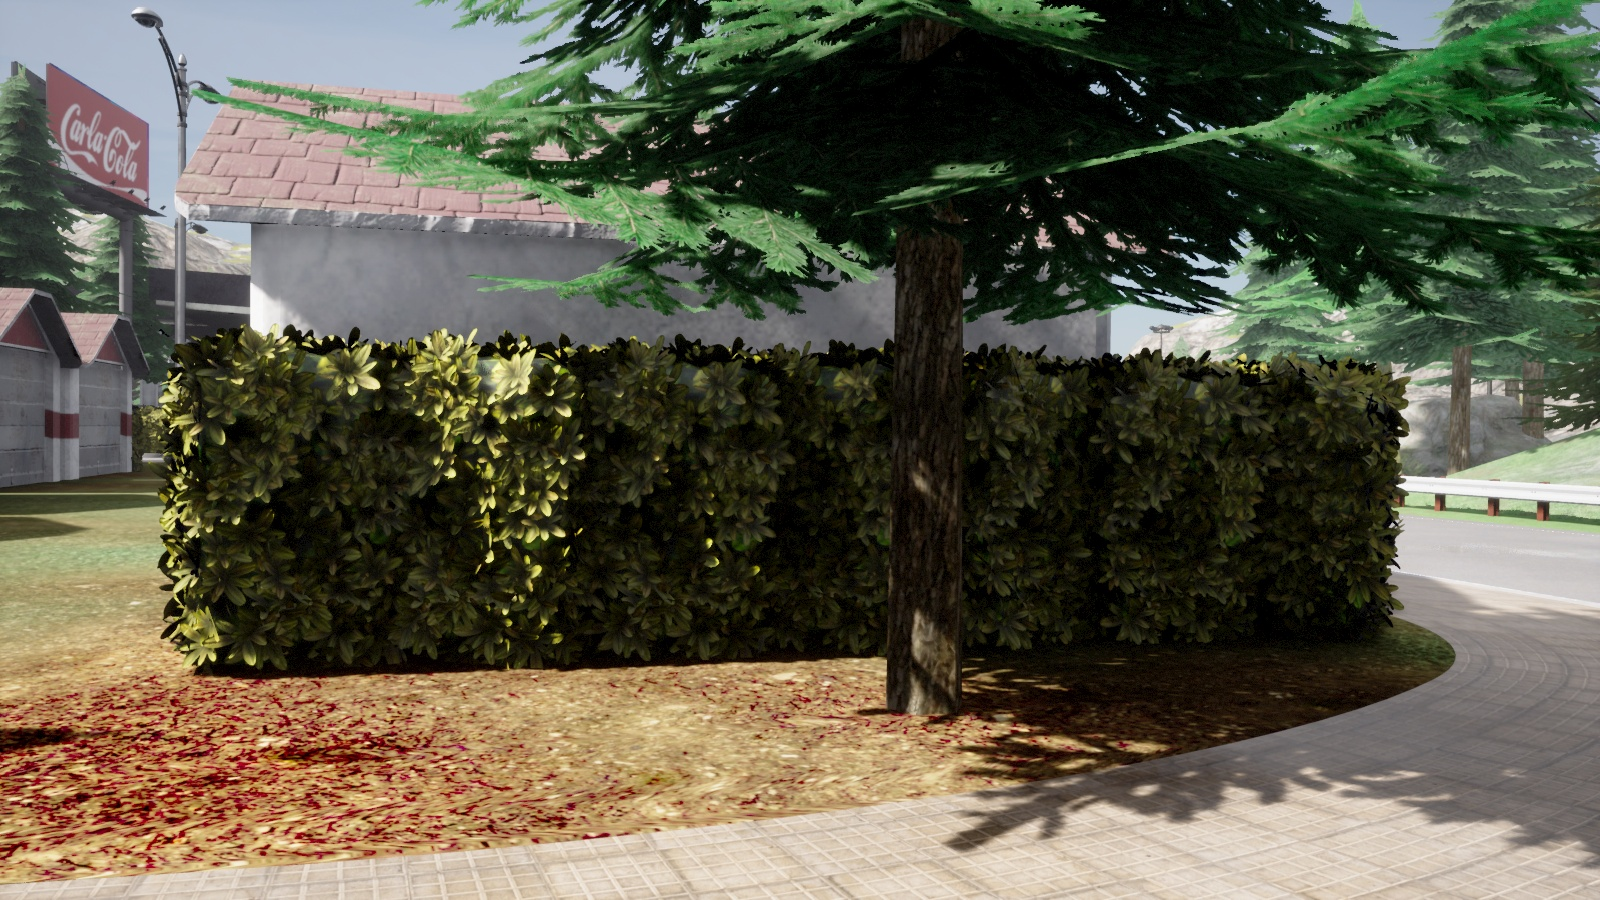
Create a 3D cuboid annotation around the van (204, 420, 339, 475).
[{"bbox_3d":[-19.764,-0.103,47.132,4.442,1.987,1.775,0,0,-14],"label":"van"}]
